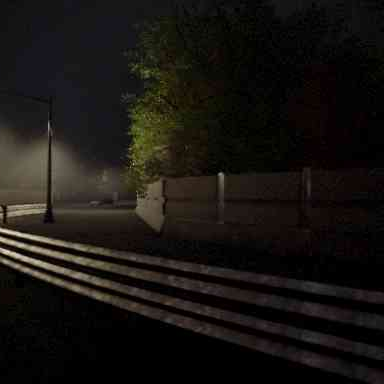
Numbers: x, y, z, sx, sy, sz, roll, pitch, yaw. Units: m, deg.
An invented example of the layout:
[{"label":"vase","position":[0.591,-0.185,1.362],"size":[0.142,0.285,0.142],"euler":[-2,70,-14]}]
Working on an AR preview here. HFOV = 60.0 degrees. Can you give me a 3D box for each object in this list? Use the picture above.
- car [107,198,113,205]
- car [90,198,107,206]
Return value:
[{"label":"car","position":[-19.649,2.273,77.340],"size":[1.837,1.490,4.892],"euler":[1,-1,-2]},{"label":"car","position":[-19.291,2.137,67.440],"size":[1.812,1.442,4.674],"euler":[1,-1,-2]}]
